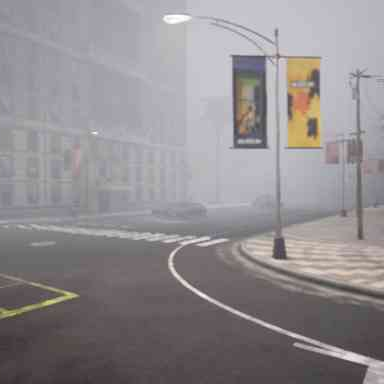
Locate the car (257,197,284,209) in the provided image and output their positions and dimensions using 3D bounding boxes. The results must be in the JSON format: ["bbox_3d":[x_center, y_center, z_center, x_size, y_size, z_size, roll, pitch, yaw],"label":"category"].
[{"bbox_3d":[11.603,1.800,48.026,1.895,1.301,4.718,-1,0,36],"label":"car"}]

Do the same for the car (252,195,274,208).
[{"bbox_3d":[11.809,1.463,54.245,2.150,2.045,5.566,-1,-1,36],"label":"car"}]

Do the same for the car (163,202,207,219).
[{"bbox_3d":[-0.333,1.745,31.416,1.812,1.442,4.674,-1,0,35],"label":"car"}]

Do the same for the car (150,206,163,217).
[{"bbox_3d":[-2.006,1.811,35.144,2.033,1.411,5.357,-1,0,35],"label":"car"}]
